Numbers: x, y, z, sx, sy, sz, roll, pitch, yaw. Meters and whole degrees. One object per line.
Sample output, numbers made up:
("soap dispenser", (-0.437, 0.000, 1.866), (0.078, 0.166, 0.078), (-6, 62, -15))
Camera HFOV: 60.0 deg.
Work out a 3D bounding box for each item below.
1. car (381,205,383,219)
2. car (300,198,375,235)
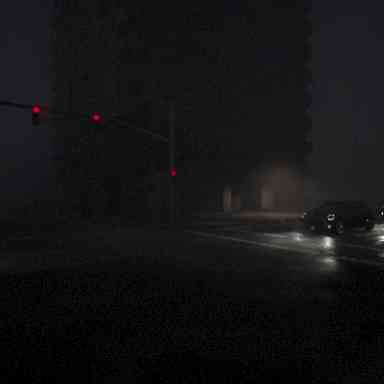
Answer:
("car", (15.808, 1.041, 23.807), (5.566, 2.045, 2.150), (0, 0, -35))
("car", (7.990, 1.237, 18.256), (4.553, 1.767, 2.097), (0, 0, -35))
